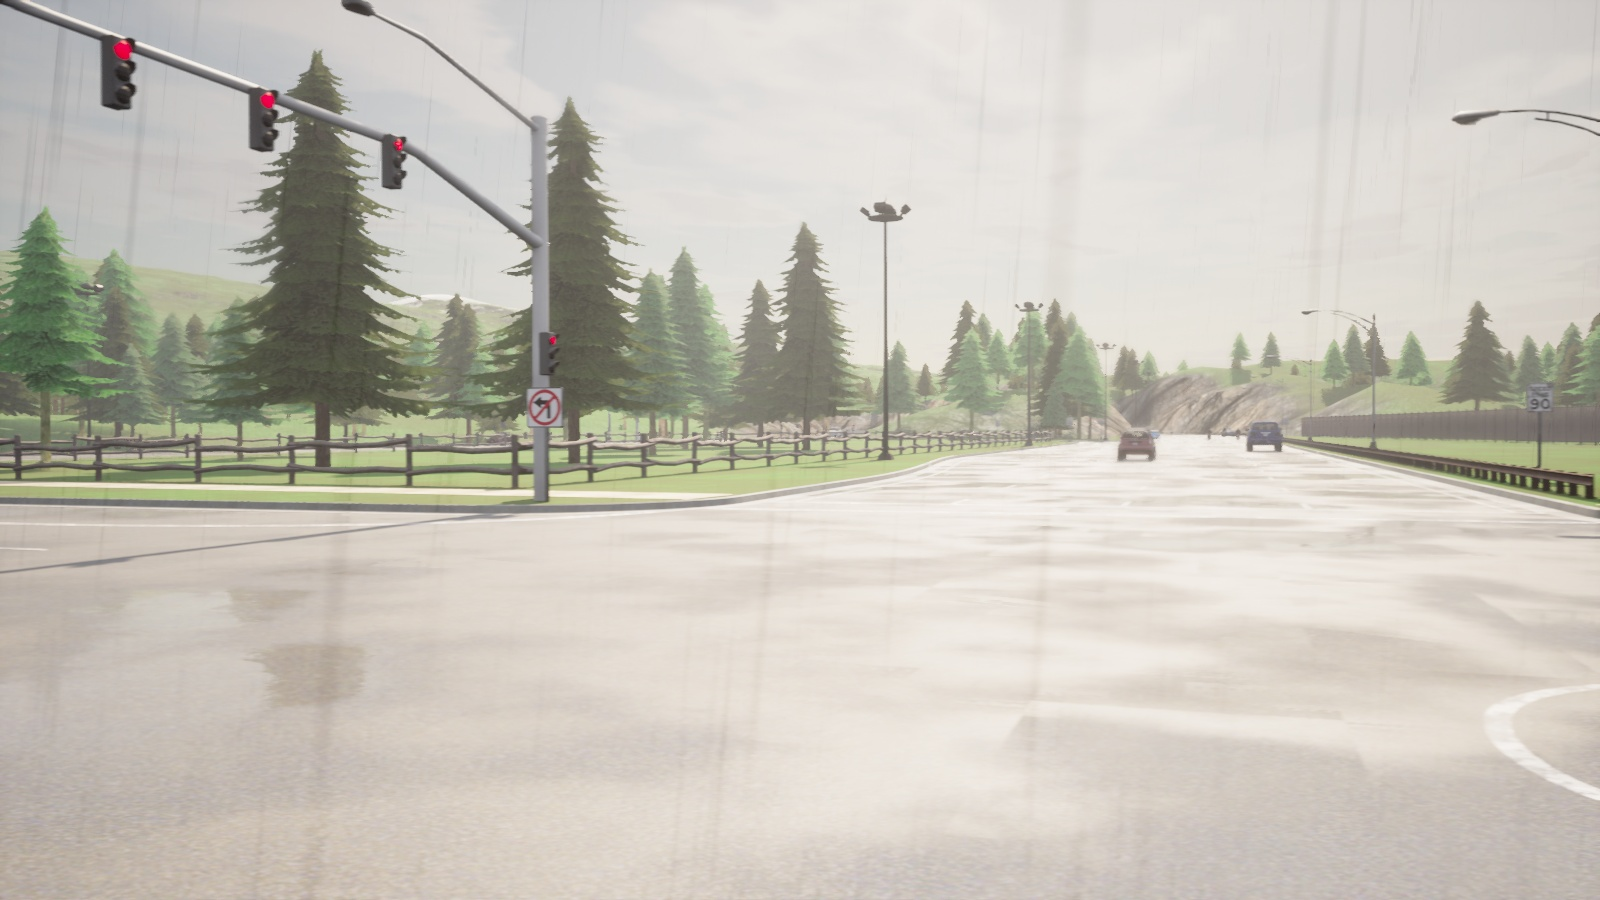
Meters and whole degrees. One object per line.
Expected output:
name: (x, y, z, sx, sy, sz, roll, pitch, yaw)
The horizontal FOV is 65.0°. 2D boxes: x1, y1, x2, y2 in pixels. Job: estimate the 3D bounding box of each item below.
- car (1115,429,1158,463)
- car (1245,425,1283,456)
car: (16.909, -0.222, 63.057, 1.851, 1.617, 3.988, 1, 1, 18)
car: (31.709, -0.710, 85.930, 2.150, 2.045, 5.566, 1, 1, 18)
